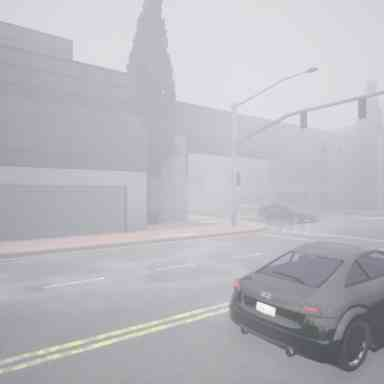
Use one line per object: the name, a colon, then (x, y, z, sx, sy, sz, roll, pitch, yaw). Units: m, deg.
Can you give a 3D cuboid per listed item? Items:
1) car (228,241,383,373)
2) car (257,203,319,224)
car: (2.642, 1.569, 5.715, 4.181, 1.385, 1.994, 0, 0, -36)
car: (7.091, 1.593, 24.983, 1.837, 1.490, 4.892, 0, 1, -37)
